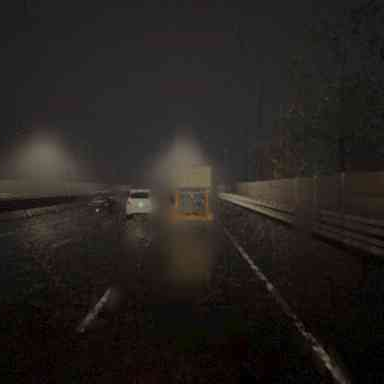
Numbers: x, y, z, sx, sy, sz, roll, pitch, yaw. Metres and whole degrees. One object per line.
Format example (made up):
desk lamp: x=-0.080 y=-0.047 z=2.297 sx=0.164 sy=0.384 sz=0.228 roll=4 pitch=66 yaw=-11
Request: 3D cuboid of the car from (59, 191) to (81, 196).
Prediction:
car: x=-21.024 y=0.656 z=58.294 sx=1.837 sy=1.490 sz=4.892 roll=0 pitch=1 yaw=0

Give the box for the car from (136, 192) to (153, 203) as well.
car: x=-6.904 y=0.815 z=48.445 sx=1.812 sy=1.442 sz=4.674 roll=0 pitch=1 yaw=0

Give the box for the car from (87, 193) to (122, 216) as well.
car: x=-6.905 y=1.092 z=26.708 sx=2.128 sy=1.511 sz=4.902 roll=0 pitch=1 yaw=0

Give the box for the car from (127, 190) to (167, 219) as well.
car: x=-3.403 y=0.850 z=24.870 sx=2.150 sy=2.045 sz=5.566 roll=0 pitch=1 yaw=0

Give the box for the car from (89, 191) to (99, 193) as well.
car: x=-17.533 y=0.639 z=59.272 sx=2.128 sy=1.511 sz=4.902 roll=0 pitch=1 yaw=1

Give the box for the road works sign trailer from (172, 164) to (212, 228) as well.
road works sign trailer: x=-0.003 y=0.166 z=19.789 sx=2.380 sy=3.560 sz=2.880 roll=0 pitch=1 yaw=0

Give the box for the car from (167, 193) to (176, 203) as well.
car: x=-3.406 y=0.869 z=47.282 sx=1.994 sy=1.385 sz=4.181 roll=0 pitch=1 yaw=0

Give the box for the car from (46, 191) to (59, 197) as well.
car: x=-24.517 y=0.653 z=59.613 sx=1.837 sy=1.490 sz=4.892 roll=0 pitch=1 yaw=0
